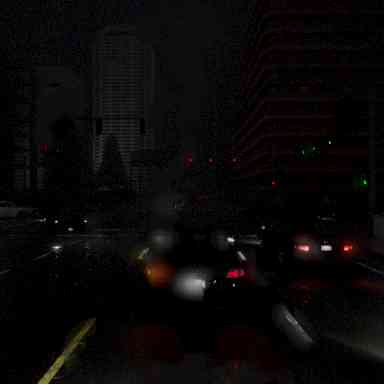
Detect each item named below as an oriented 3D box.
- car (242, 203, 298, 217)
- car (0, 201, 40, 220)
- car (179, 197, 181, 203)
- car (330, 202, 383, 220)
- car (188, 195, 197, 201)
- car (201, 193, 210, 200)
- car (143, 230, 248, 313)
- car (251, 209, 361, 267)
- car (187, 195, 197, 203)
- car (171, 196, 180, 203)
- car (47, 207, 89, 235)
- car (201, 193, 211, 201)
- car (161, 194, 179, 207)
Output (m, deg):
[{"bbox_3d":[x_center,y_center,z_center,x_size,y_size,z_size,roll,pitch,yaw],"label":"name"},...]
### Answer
[{"bbox_3d":[6.566,1.565,27.352,4.718,1.301,1.895,0,0,-1],"label":"car"},{"bbox_3d":[-14.961,1.465,27.163,4.674,1.442,1.812,0,0,0],"label":"car"},{"bbox_3d":[-3.532,1.338,60.629,2.097,1.767,4.553,0,0,0],"label":"car"},{"bbox_3d":[12.503,1.463,24.242,4.674,1.442,1.812,0,0,-6],"label":"car"},{"bbox_3d":[0.052,1.516,81.396,2.033,1.411,5.357,0,0,0],"label":"car"},{"bbox_3d":[3.557,1.186,90.422,2.150,2.045,5.566,0,0,0],"label":"car"},{"bbox_3d":[0.074,1.562,7.757,1.994,1.385,4.181,0,0,0],"label":"car"},{"bbox_3d":[3.596,1.545,11.377,2.033,1.411,5.357,0,0,0],"label":"car"},{"bbox_3d":[0.072,1.486,71.050,1.837,1.490,4.892,0,0,0],"label":"car"},{"bbox_3d":[-3.455,1.508,70.608,1.812,1.442,4.674,0,0,0],"label":"car"},{"bbox_3d":[-7.210,1.585,19.138,1.895,1.301,4.718,0,0,-27],"label":"car"},{"bbox_3d":[3.551,1.475,80.537,1.837,1.490,4.892,0,0,0],"label":"car"},{"bbox_3d":[-3.563,1.480,50.704,2.128,1.511,4.902,0,0,0],"label":"car"}]
